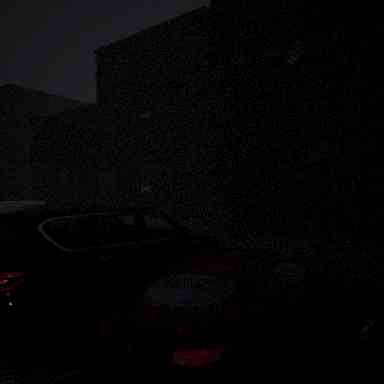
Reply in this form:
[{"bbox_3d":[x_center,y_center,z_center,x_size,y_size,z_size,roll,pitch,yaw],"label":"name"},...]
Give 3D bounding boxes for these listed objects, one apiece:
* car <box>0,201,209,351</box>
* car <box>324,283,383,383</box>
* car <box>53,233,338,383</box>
[{"bbox_3d":[-1.506,1.237,6.465,2.435,2.045,5.566,0,0,36],"label":"car"},{"bbox_3d":[2.948,1.519,3.249,2.002,1.452,4.674,0,0,36],"label":"car"},{"bbox_3d":[0.738,1.523,4.826,2.002,1.452,4.674,0,0,36],"label":"car"}]
